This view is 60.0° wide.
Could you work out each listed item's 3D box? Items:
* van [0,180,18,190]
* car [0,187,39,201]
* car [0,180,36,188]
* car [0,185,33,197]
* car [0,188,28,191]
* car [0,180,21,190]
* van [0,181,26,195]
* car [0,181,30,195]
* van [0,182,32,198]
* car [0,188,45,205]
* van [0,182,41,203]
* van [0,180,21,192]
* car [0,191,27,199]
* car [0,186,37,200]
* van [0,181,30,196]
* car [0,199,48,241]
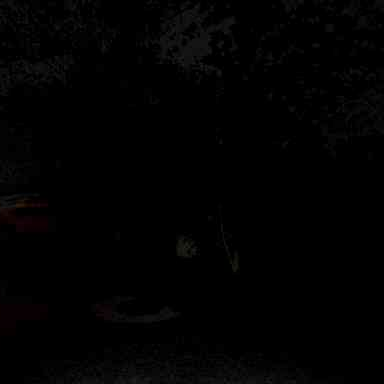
[{"bbox_3d":[-40.649,-1.543,72.586,4.442,1.987,1.878,1,1,-31],"label":"van"},{"bbox_3d":[-19.637,0.204,36.788,4.792,1.488,2.163,1,2,-31],"label":"car"},{"bbox_3d":[-15.346,0.287,29.522,5.566,2.045,2.435,1,2,-31],"label":"car"},{"bbox_3d":[-23.808,-0.136,43.813,5.008,1.535,2.097,1,1,-31],"label":"car"},{"bbox_3d":[-12.728,0.776,24.653,5.366,1.575,1.946,1,2,-31],"label":"car"},{"bbox_3d":[-39.366,-1.472,70.127,5.566,2.045,2.435,1,1,-31],"label":"car"},{"bbox_3d":[-26.719,-0.560,48.515,4.442,1.987,1.878,1,1,-31],"label":"van"},{"bbox_3d":[-28.048,-0.682,50.943,5.566,2.045,2.435,1,1,-31],"label":"car"},{"bbox_3d":[-22.484,-0.262,41.353,4.442,1.987,1.878,1,2,-31],"label":"van"},{"bbox_3d":[-16.811,0.445,31.884,4.792,1.488,2.163,1,2,-31],"label":"car"},{"bbox_3d":[-18.146,0.067,34.441,4.442,1.987,1.878,1,2,-31],"label":"van"},{"bbox_3d":[-35.022,-1.150,63.048,4.442,1.987,1.878,1,1,-31],"label":"van"},{"bbox_3d":[-8.383,1.019,17.716,4.553,1.767,2.185,1,2,-31],"label":"car"},{"bbox_3d":[-20.977,0.099,39.060,4.792,1.488,2.163,1,2,-31],"label":"car"},{"bbox_3d":[-25.112,-0.458,46.249,4.442,1.987,1.878,1,2,-31],"label":"van"},{"bbox_3d":[-7.012,1.265,15.316,5.008,1.535,2.097,1,2,-31],"label":"car"}]
